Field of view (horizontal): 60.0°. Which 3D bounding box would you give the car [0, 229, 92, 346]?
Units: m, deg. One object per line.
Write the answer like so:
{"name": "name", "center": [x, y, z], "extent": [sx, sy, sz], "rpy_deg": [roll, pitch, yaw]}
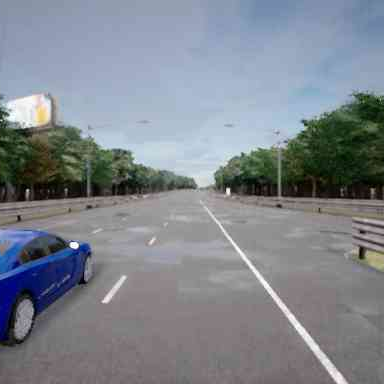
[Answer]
{"name": "car", "center": [-3.399, 1.444, 6.309], "extent": [1.882, 1.535, 5.008], "rpy_deg": [0, 0, 0]}
